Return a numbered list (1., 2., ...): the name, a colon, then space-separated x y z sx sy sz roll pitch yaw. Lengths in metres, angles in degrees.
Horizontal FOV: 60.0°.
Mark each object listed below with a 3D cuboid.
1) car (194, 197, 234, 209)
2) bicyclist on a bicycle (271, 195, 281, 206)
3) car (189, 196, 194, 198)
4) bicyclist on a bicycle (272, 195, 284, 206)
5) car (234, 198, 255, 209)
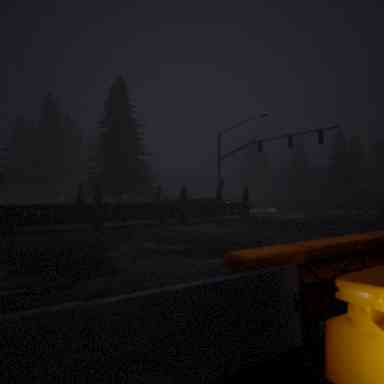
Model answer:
1. car: 2.823 1.385 43.042 2.097 1.767 4.553 0 0 -35
2. bicyclist on a bicycle: 13.428 1.352 53.275 1.656 1.620 0.582 0 0 -32
3. car: -0.143 1.571 66.066 1.812 1.442 4.674 0 0 -6
4. bicyclist on a bicycle: 13.778 1.352 52.405 1.656 1.620 0.582 0 0 -7
5. car: 6.239 1.514 44.274 1.882 1.535 5.008 0 0 -35
